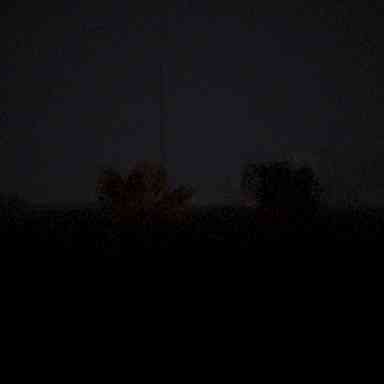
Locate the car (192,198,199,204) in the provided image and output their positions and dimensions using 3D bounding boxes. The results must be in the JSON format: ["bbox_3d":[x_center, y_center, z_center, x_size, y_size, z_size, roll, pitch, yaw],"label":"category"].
[{"bbox_3d":[-0.381,1.867,72.748,1.812,1.442,4.674,-1,-1,36],"label":"car"}]
